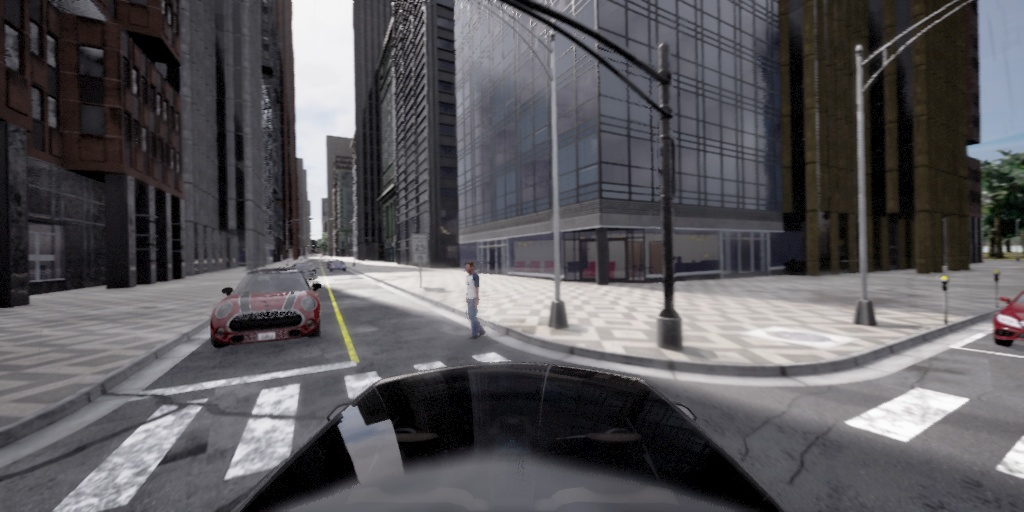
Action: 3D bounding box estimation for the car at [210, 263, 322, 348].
[{"bbox_3d":[-6.367,1.141,9.708,2.097,1.767,4.553,-1,1,-29],"label":"car"}]

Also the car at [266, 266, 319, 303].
[{"bbox_3d":[-11.190,1.338,18.601,2.033,1.411,5.357,-1,1,-28],"label":"car"}]

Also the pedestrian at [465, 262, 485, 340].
[{"bbox_3d":[-0.894,1.007,8.402,0.375,1.860,0.375,-1,0,-28],"label":"pedestrian"}]

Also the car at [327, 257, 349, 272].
[{"bbox_3d":[-21.813,1.244,44.889,2.033,1.411,5.357,-1,1,-28],"label":"car"}]

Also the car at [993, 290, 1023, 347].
[{"bbox_3d":[12.194,1.270,7.782,4.207,1.307,1.802,0,0,-28],"label":"car"}]

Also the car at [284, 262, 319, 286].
[{"bbox_3d":[-16.035,1.277,27.543,2.128,1.511,4.902,-1,1,-28],"label":"car"}]
